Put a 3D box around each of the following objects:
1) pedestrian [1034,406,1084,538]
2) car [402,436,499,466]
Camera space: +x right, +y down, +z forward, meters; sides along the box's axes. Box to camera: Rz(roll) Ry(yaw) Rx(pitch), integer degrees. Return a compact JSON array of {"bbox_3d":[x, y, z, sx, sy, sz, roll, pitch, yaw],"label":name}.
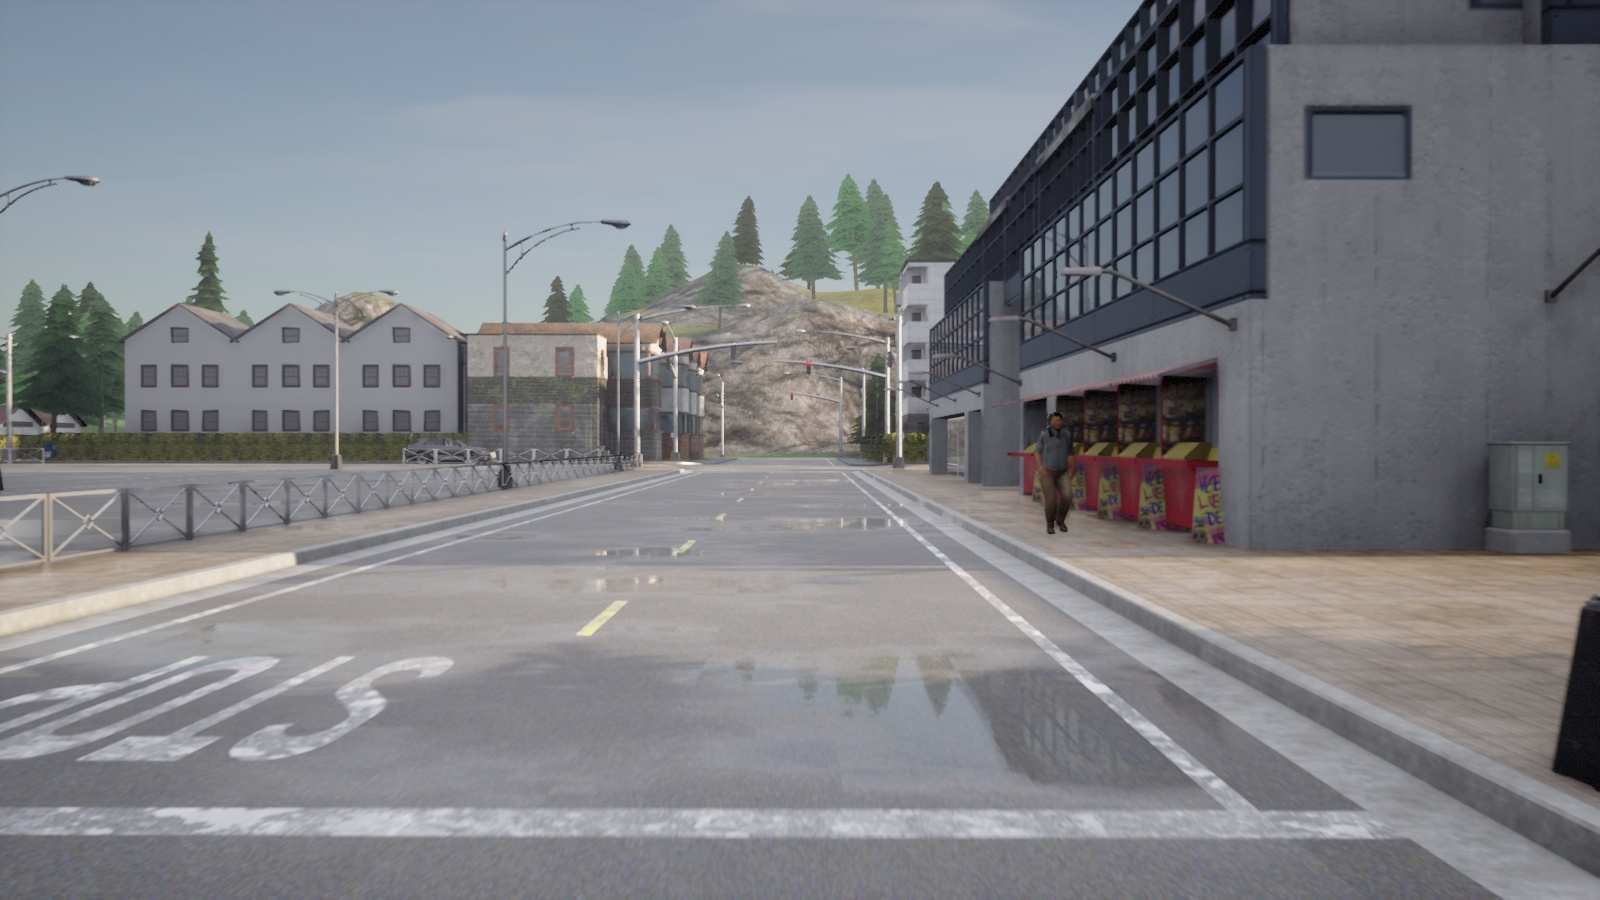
[{"bbox_3d":[3.700,0.308,17.960,0.540,1.848,0.694,0,0,-3],"label":"pedestrian"},{"bbox_3d":[-19.616,0.049,70.593,4.856,1.649,2.033,0,0,0],"label":"car"}]
